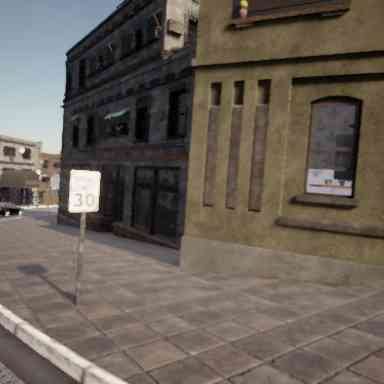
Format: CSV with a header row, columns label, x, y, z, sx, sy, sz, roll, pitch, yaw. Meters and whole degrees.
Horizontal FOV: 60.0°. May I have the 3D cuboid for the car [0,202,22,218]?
label,x,y,z,sx,sy,sz,roll,pitch,yaw
car,-19.690,1.832,35.062,1.882,1.535,5.008,4,-2,-5
